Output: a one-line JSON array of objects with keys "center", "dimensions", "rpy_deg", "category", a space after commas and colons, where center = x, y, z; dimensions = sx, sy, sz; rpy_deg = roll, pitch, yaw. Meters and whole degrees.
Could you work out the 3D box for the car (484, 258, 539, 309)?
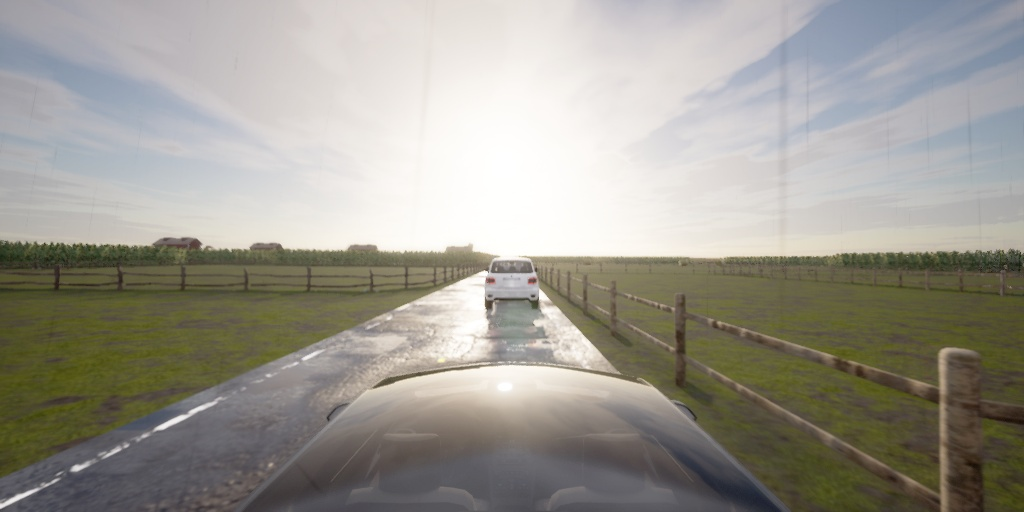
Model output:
[{"center": [-0.012, 1.098, 15.866], "dimensions": [2.150, 2.045, 5.566], "rpy_deg": [0, 0, 0], "category": "car"}]
